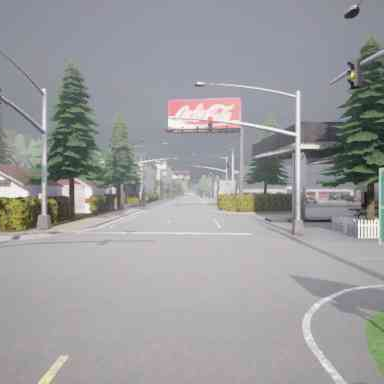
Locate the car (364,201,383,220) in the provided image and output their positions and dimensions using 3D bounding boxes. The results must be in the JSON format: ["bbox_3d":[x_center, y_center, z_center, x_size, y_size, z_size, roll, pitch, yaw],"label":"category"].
[{"bbox_3d":[18.715,1.671,30.554,4.611,1.667,2.242,0,0,0],"label":"car"}]

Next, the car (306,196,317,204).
[{"bbox_3d":[22.544,1.552,63.948,1.970,1.475,3.806,0,0,0],"label":"car"}]

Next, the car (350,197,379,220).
[{"bbox_3d":[14.385,1.504,24.887,3.866,1.878,1.905,0,0,0],"label":"car"}]

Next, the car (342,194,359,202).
[{"bbox_3d":[34.953,1.489,71.732,2.007,1.523,4.514,0,0,0],"label":"car"}]
